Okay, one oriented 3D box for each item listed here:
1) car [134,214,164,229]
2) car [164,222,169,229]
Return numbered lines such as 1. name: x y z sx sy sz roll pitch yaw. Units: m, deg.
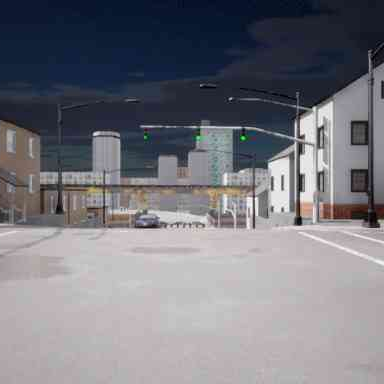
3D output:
1. car: -3.645 2.561 27.986 1.812 1.442 4.674 0 -9 0
2. car: -3.762 4.203 37.899 1.994 1.385 4.181 0 -12 -1
